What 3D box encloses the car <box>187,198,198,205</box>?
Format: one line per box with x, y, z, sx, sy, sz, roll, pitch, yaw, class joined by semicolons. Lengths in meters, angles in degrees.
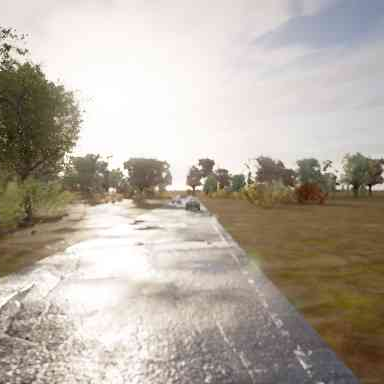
0.110;1.720;61.970;1.895;1.301;4.718;0;0;0;car

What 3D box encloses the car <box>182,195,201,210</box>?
0.107;1.585;44.663;2.128;1.511;4.902;0;0;0;car

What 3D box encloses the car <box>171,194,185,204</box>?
-3.002;1.622;64.903;2.128;1.511;4.902;0;0;0;car
